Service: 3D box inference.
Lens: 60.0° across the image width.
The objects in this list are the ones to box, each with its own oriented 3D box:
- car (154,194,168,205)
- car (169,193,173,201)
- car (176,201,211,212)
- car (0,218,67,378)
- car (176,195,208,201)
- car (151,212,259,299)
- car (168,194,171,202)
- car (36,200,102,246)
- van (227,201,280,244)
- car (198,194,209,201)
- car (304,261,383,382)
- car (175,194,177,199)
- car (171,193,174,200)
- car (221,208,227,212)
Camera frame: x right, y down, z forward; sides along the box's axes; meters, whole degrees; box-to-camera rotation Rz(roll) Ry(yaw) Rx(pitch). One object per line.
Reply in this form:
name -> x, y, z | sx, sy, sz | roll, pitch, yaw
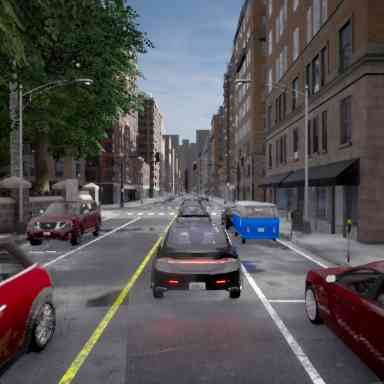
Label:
car -> -5.684, 1.480, 59.026 | 1.752, 1.417, 4.829 | 0, 0, 0
car -> -5.686, 1.493, 70.098 | 1.887, 1.381, 4.507 | 0, 0, 0
car -> 0.094, 1.485, 18.390 | 2.128, 1.511, 4.902 | 0, 0, 0
car -> -3.100, 1.351, 3.093 | 2.097, 1.767, 4.553 | 0, 0, 0
car -> -0.008, 1.338, 27.567 | 2.097, 1.767, 4.553 | 0, 0, 0
car -> 0.098, 1.490, 8.450 | 2.128, 1.511, 4.902 | 0, 0, 0
car -> -5.685, 1.502, 64.647 | 2.008, 1.369, 4.403 | 0, 0, 0
car -> -5.674, 1.310, 15.507 | 2.192, 1.841, 5.009 | 0, 0, 0
van -> 2.851, 1.336, 15.549 | 1.690, 1.788, 3.998 | 0, 0, 0
car -> 2.837, 1.387, 75.586 | 1.967, 1.590, 4.097 | 0, 0, 0
car -> 2.853, 1.544, 4.228 | 1.887, 1.381, 4.507 | 0, 0, 0
car -> -5.690, 1.497, 86.450 | 2.008, 1.369, 4.403 | 0, 0, 0
car -> -5.687, 1.492, 75.549 | 1.887, 1.381, 4.507 | 0, 0, 0
car -> 2.850, 1.558, 21.210 | 1.947, 1.339, 4.313 | 0, 0, 0
